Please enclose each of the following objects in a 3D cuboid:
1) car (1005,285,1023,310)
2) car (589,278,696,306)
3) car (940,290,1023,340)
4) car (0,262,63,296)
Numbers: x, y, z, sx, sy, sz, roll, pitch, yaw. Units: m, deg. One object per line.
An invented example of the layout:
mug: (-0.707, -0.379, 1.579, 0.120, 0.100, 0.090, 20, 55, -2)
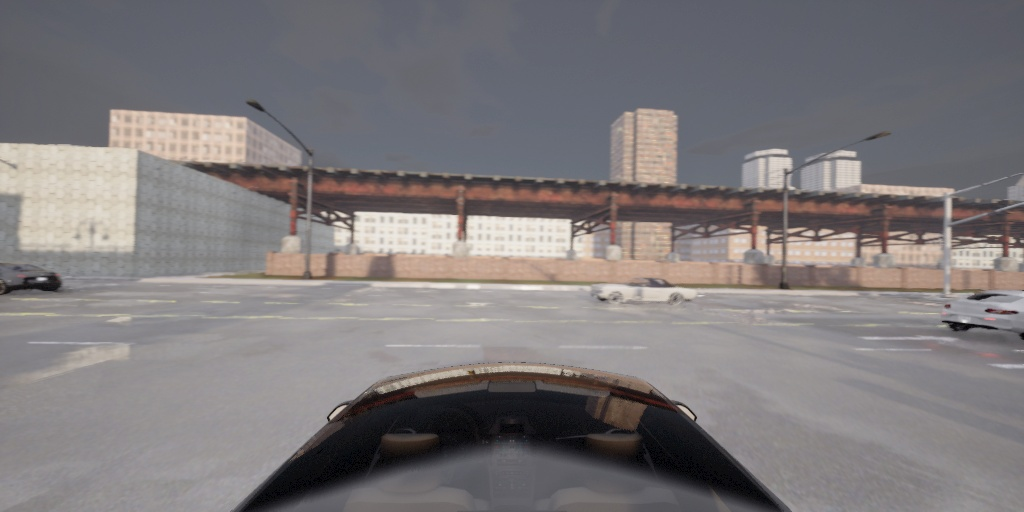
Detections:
car: (29.727, 2.301, 19.089, 4.718, 1.301, 1.895, 2, -1, -4)
car: (6.247, 1.697, 17.515, 4.718, 1.301, 1.895, 1, -1, -4)
car: (16.014, 1.787, 11.030, 4.674, 1.442, 1.812, 2, -1, -4)
car: (-22.448, 0.921, 15.476, 4.181, 1.385, 1.994, 1, -1, -4)
